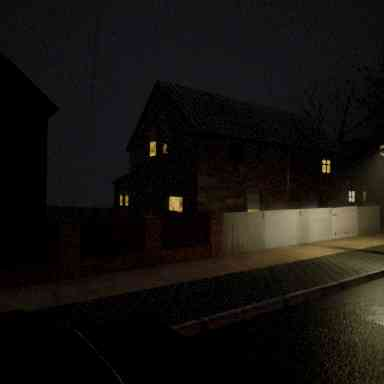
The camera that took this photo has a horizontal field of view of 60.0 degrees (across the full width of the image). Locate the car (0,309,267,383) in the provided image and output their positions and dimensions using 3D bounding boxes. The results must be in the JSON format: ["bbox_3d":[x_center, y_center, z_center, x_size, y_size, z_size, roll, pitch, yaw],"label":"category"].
[{"bbox_3d":[-1.809,1.601,1.786,4.718,1.301,1.895,0,0,-35],"label":"car"}]
